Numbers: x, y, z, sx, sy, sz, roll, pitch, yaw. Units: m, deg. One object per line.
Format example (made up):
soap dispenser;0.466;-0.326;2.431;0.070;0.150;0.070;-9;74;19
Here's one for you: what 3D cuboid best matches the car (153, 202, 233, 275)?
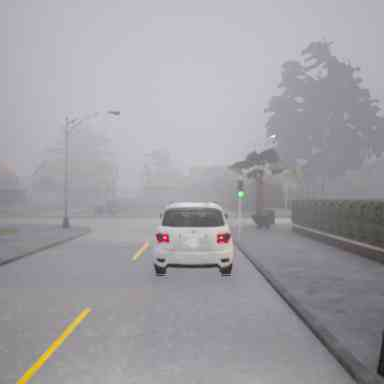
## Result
car;0.053;1.342;10.955;2.150;2.045;5.566;0;0;1
